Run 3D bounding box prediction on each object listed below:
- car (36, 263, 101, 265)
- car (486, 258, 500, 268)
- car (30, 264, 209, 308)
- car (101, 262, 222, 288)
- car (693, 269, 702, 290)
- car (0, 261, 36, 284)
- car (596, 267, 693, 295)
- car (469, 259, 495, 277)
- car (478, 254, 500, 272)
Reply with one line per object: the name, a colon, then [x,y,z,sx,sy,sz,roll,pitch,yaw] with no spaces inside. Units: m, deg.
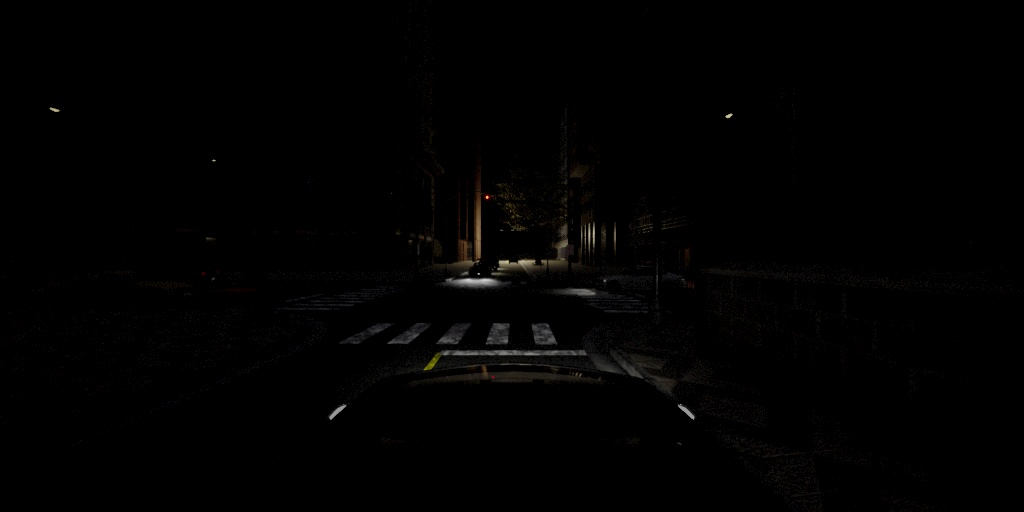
car: [-26.227,1.064,22.443,4.313,1.339,1.948,0,0,1]
car: [-2.872,1.058,54.340,1.812,1.442,4.674,0,0,0]
car: [-14.892,1.146,13.804,4.829,1.417,1.751,0,0,1]
car: [-18.864,1.059,19.706,5.008,1.535,1.882,1,0,1]
car: [12.006,1.381,22.062,4.403,1.370,2.007,0,0,1]
car: [-31.844,0.973,22.498,4.507,1.381,1.888,0,0,1]
car: [7.060,1.322,19.793,4.674,1.442,1.812,0,0,6]
car: [-2.968,1.274,34.364,1.895,1.301,4.718,0,0,0]
car: [-2.930,0.830,44.177,2.150,2.045,5.566,0,0,-1]
